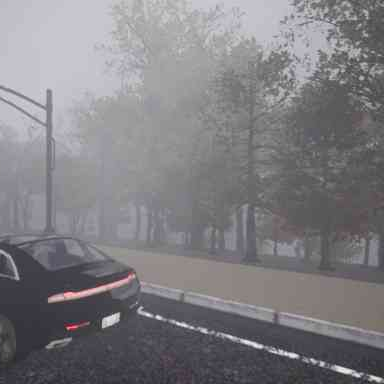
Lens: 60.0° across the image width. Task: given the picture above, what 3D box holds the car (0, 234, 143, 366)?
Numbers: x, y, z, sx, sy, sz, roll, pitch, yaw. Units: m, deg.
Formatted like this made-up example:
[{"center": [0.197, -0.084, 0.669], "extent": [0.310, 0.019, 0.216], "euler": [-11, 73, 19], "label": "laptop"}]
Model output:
[{"center": [-3.059, 1.507, 5.860], "extent": [4.902, 1.511, 2.128], "euler": [0, 0, 35], "label": "car"}]
